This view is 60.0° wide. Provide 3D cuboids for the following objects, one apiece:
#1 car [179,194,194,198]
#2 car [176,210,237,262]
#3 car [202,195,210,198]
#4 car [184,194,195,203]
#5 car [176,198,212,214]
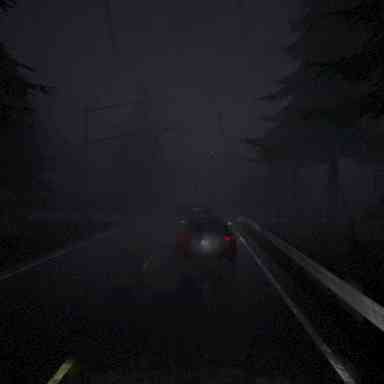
[{"bbox_3d":[-1.293,1.339,54.558,2.097,1.767,4.553,0,0,3],"label":"car"},{"bbox_3d":[0.531,1.561,12.115,1.994,1.385,4.181,0,0,3],"label":"car"},{"bbox_3d":[2.968,1.418,71.009,1.812,1.442,4.674,0,0,2],"label":"car"},{"bbox_3d":[-0.572,1.262,70.149,2.097,1.767,4.553,0,0,2],"label":"car"},{"bbox_3d":[0.114,1.477,26.700,2.128,1.511,4.902,1,0,-17],"label":"car"}]
